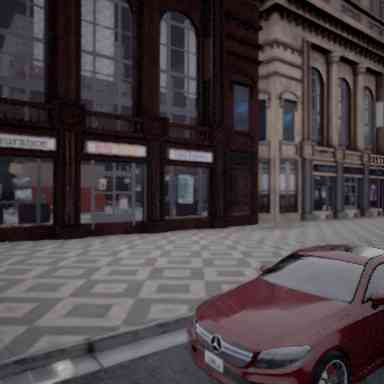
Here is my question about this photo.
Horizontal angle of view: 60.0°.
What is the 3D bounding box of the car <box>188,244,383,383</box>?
[{"bbox_3d":[2.132,1.561,4.902,4.674,1.442,1.812,0,0,-35],"label":"car"}]
